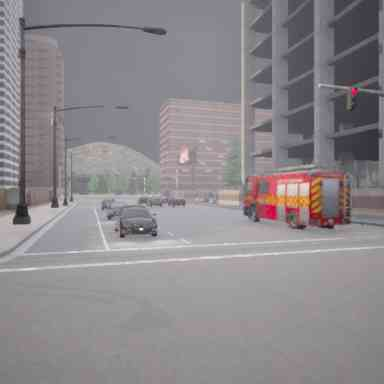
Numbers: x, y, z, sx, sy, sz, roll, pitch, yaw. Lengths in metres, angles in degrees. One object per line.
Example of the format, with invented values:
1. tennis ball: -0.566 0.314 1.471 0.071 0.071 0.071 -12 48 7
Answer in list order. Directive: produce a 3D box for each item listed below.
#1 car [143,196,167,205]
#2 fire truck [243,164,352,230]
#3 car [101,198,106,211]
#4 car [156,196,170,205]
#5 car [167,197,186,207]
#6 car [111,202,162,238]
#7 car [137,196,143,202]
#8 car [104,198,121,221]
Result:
1. car: -5.737 1.491 50.784 2.128 1.511 4.902 0 0 -17
2. fire truck: 6.593 0.342 22.577 2.891 3.827 8.468 0 0 -17
3. car: -10.268 1.492 41.228 2.128 1.511 4.902 0 0 -17
4. car: -5.405 1.526 61.431 1.812 1.442 4.674 0 0 -17
5. car: -2.428 1.478 51.756 1.882 1.535 5.008 0 0 -17
6. car: -3.116 1.505 17.972 1.837 1.490 4.892 0 0 -17
7. car: -8.750 1.505 60.403 1.837 1.490 4.892 0 0 -17
8. car: -6.086 1.526 27.619 1.812 1.442 4.674 0 0 -17
